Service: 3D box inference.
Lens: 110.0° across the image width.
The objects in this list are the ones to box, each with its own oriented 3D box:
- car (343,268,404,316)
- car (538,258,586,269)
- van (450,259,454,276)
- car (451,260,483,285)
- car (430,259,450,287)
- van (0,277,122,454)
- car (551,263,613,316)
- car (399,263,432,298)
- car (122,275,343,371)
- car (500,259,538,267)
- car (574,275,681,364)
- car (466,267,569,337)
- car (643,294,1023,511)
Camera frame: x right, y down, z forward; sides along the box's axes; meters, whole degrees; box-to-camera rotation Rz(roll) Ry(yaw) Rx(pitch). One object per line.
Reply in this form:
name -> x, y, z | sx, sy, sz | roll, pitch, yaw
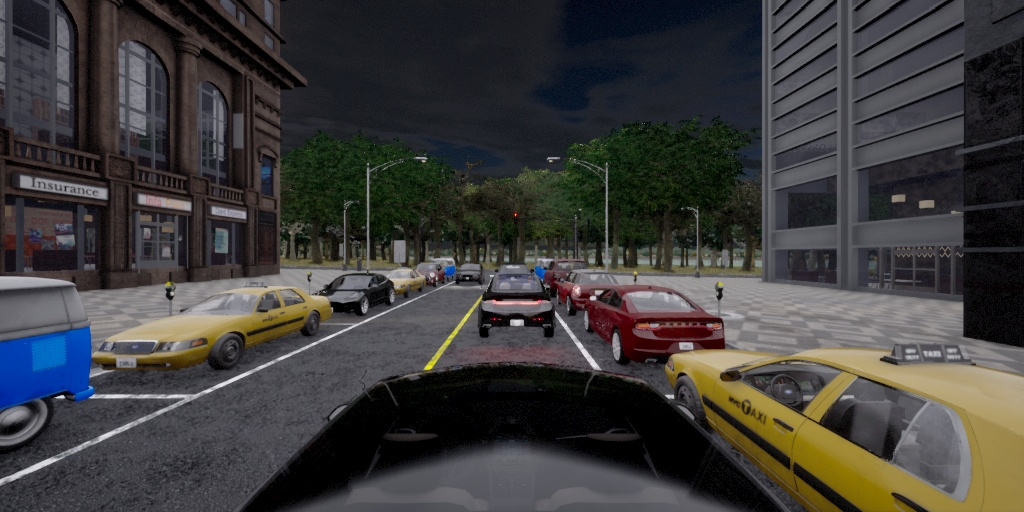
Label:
car -> -5.745, 1.316, 13.371 | 1.948, 1.339, 4.313 | 0, 0, 0
car -> 2.788, 1.066, 18.795 | 2.192, 1.841, 5.009 | 0, 0, 0
van -> -5.720, 1.094, 29.684 | 1.690, 1.789, 3.998 | 0, 0, 0
car -> -2.970, 1.262, 26.309 | 1.837, 1.490, 4.892 | 0, 0, 0
car -> -5.728, 1.192, 24.246 | 1.967, 1.591, 4.097 | 0, 0, 0
van -> -5.762, 1.091, 2.496 | 1.690, 1.789, 3.998 | 0, 0, 0
car -> 2.780, 1.190, 13.358 | 1.967, 1.591, 4.097 | 0, 0, 0
car -> -5.737, 1.277, 18.639 | 1.751, 1.417, 4.829 | 0, 0, 0
car -> -5.754, 1.275, 7.764 | 1.751, 1.417, 4.829 | 0, 0, 0
car -> 0.128, 1.103, 19.200 | 2.097, 1.767, 4.553 | 0, 0, 1
car -> 2.771, 1.295, 7.921 | 1.888, 1.381, 4.507 | 0, 0, 0
car -> 0.113, 1.242, 10.235 | 2.128, 1.511, 4.902 | 0, 0, 0
car -> 2.763, 1.275, 2.653 | 1.751, 1.417, 4.829 | 0, 0, 0
